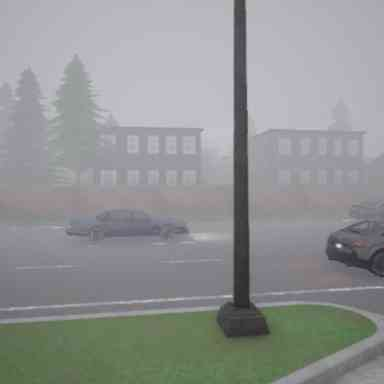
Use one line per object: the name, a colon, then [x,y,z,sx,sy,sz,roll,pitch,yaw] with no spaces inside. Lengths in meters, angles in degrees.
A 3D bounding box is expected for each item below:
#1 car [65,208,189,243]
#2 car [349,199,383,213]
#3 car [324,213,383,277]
car: [-2.858,1.432,15.139,5.357,1.411,2.033,-1,1,-9]
car: [12.498,1.205,21.094,4.902,1.511,2.128,-1,1,-9]
car: [6.014,1.431,9.450,4.181,1.385,1.994,0,1,-9]
